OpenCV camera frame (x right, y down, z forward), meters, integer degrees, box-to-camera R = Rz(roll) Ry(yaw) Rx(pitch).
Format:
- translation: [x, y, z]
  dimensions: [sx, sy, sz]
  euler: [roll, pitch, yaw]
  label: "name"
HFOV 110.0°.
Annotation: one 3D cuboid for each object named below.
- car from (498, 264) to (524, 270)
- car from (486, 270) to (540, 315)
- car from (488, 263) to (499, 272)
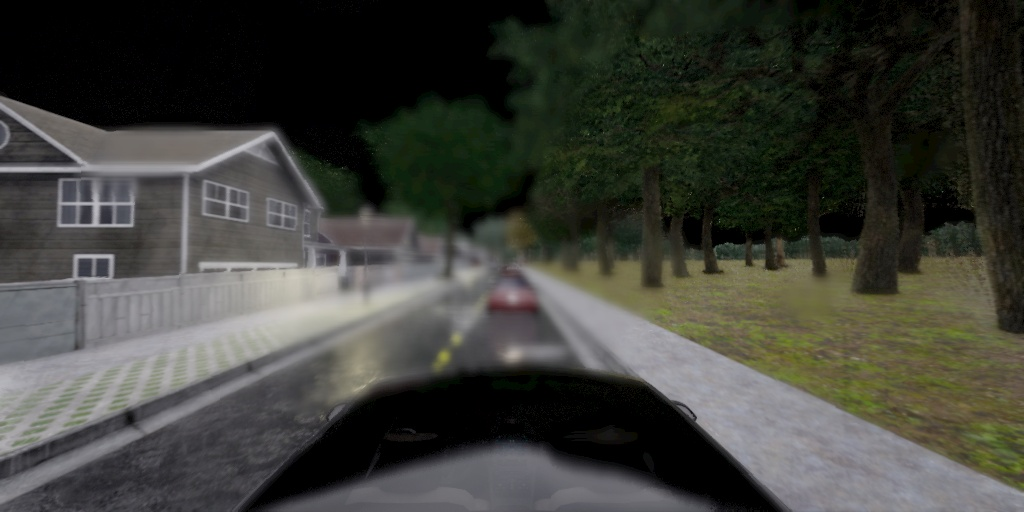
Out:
- translation: [0.047, 1.545, 30.411]
  dimensions: [1.882, 1.535, 5.008]
  euler: [0, 0, 0]
  label: "car"
- translation: [0.045, 1.451, 14.413]
  dimensions: [1.994, 1.385, 4.181]
  euler: [0, -1, 0]
  label: "car"
- translation: [-2.825, 1.903, 58.671]
  dimensions: [1.837, 1.490, 4.892]
  euler: [0, -1, 0]
  label: "car"
